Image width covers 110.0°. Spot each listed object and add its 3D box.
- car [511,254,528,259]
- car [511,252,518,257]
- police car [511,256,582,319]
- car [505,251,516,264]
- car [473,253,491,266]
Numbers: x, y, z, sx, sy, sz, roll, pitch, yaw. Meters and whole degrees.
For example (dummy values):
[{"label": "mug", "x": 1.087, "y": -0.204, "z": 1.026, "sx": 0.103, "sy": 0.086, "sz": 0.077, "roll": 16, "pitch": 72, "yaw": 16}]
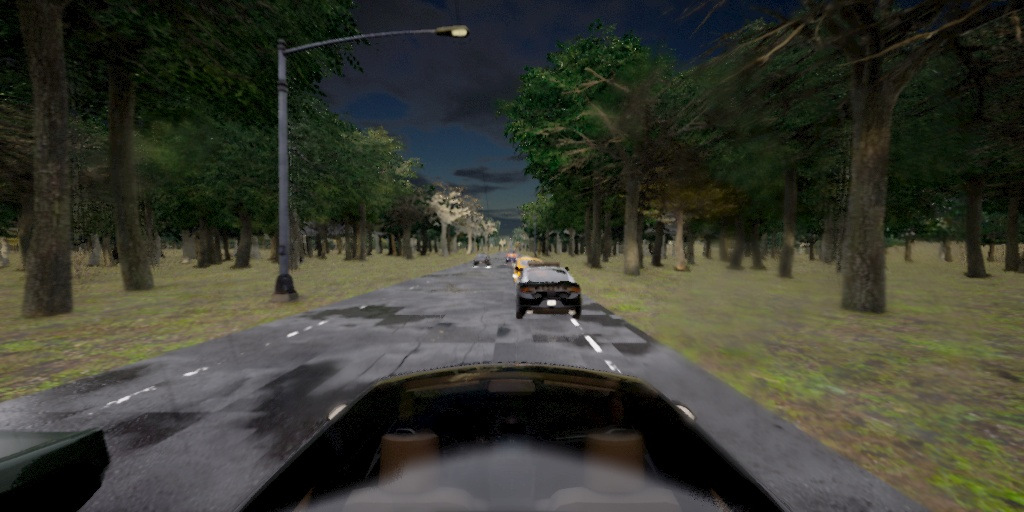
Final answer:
[{"label": "car", "x": 1.046, "y": 0.854, "z": 21.997, "sx": 1.882, "sy": 1.535, "sz": 5.008, "roll": 0, "pitch": 1, "yaw": 0}, {"label": "car", "x": 1.045, "y": 0.710, "z": 28.186, "sx": 1.801, "sy": 1.575, "sz": 5.366, "roll": 0, "pitch": 1, "yaw": 0}, {"label": "police car", "x": 1.048, "y": 0.988, "z": 12.105, "sx": 1.930, "sy": 1.638, "sz": 5.238, "roll": 0, "pitch": 1, "yaw": 0}, {"label": "car", "x": 0.015, "y": 0.376, "z": 50.944, "sx": 1.895, "sy": 1.301, "sz": 4.718, "roll": 0, "pitch": 1, "yaw": 0}, {"label": "car", "x": -3.574, "y": 0.445, "z": 43.458, "sx": 1.837, "sy": 1.490, "sz": 4.892, "roll": 0, "pitch": 1, "yaw": 0}]
